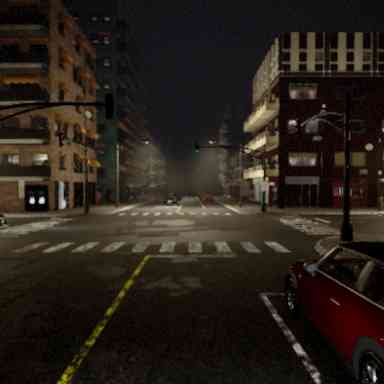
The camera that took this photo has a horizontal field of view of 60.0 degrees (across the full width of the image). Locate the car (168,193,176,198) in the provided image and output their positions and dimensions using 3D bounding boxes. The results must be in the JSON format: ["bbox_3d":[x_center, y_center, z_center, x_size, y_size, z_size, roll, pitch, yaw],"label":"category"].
[{"bbox_3d":[-5.705,0.883,93.682,1.887,1.381,4.507,-1,0,0],"label":"car"}]

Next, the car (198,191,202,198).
[{"bbox_3d":[2.661,0.975,65.293,1.967,1.590,4.097,-1,0,0],"label":"car"}]

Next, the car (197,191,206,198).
[{"bbox_3d":[2.652,0.653,93.645,2.192,1.841,5.009,-1,0,0],"label":"car"}]

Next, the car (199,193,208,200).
[{"bbox_3d":[2.659,1.007,76.635,2.008,1.369,4.403,-1,0,0],"label":"car"}]

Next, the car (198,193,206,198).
[{"bbox_3d":[2.656,0.922,87.977,1.887,1.381,4.507,-1,0,0],"label":"car"}]

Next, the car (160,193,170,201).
[{"bbox_3d":[-5.686,1.022,70.829,1.752,1.417,4.829,-1,0,0],"label":"car"}]

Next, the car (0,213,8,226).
[{"bbox_3d":[-13.962,1.538,20.359,4.902,1.511,2.128,0,1,0],"label":"car"}]

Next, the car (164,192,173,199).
[{"bbox_3d":[-5.691,0.856,82.340,1.967,1.590,4.097,-1,0,0],"label":"car"}]

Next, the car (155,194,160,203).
[{"bbox_3d":[-5.684,1.100,59.488,1.752,1.417,4.829,-1,0,0],"label":"car"}]

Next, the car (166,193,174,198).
[{"bbox_3d":[-5.690,0.959,88.012,1.802,1.307,4.206,-1,0,0],"label":"car"}]

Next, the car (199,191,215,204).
[{"bbox_3d":[2.663,1.054,53.951,1.967,1.590,4.097,-1,0,0],"label":"car"}]

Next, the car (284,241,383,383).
[{"bbox_3d":[2.676,1.405,4.667,1.967,1.590,4.097,-1,0,0],"label":"car"}]

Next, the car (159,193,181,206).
[{"bbox_3d":[-3.077,1.145,48.274,2.128,1.511,4.902,0,0,0],"label":"car"}]

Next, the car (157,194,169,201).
[{"bbox_3d":[-5.685,1.100,65.329,1.947,1.339,4.313,-1,0,0],"label":"car"}]

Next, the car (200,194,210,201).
[{"bbox_3d":[2.660,1.061,70.965,1.947,1.339,4.313,-1,0,0],"label":"car"}]
